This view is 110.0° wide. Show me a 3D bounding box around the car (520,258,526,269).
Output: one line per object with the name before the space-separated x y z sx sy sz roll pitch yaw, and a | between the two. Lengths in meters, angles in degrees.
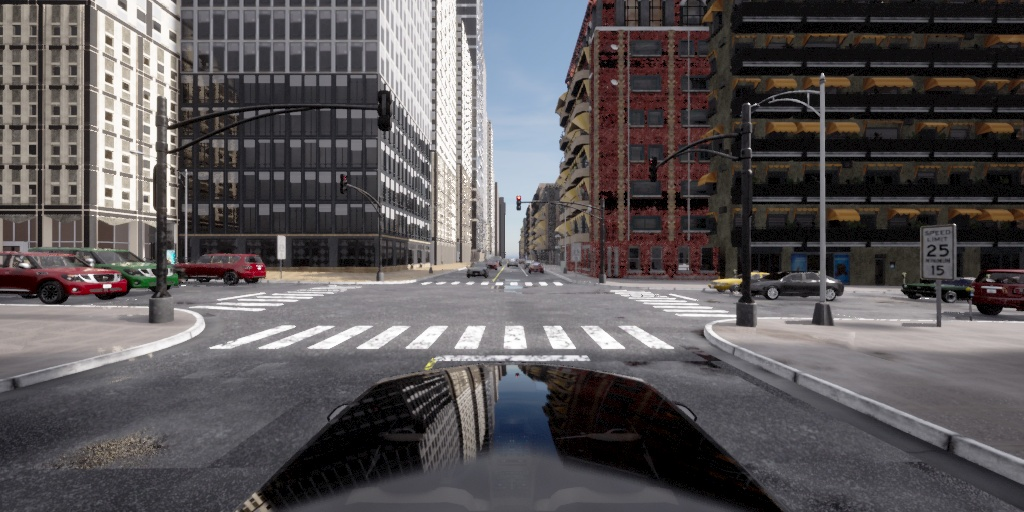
car | 2.726 1.317 54.557 2.007 1.370 4.403 0 0 0

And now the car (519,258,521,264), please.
car | 2.731 1.321 60.205 2.007 1.370 4.403 0 0 0

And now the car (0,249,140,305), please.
car | -17.567 0.757 13.294 5.009 1.841 2.192 0 0 0

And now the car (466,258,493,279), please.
car | -3.074 1.257 32.987 1.837 1.490 4.892 0 1 0

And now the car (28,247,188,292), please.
car | -18.240 0.658 15.883 5.566 2.045 2.150 1 0 0

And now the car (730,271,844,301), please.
car | 14.926 1.562 19.316 4.892 1.490 1.837 1 0 2

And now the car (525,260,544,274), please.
car | 2.768 1.341 41.639 1.802 1.307 4.207 0 0 0

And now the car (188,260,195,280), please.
car | -20.298 0.884 19.023 5.008 1.535 1.882 1 0 0

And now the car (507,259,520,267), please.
car | 0.138 1.338 65.040 1.994 1.385 4.181 0 0 1

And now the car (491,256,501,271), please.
car | -3.045 1.115 49.522 2.097 1.767 4.553 0 0 1

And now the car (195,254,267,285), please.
car | -17.696 0.776 21.673 5.009 1.841 2.192 0 0 0

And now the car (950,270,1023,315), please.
car | 20.607 1.461 13.634 5.009 1.841 2.192 0 0 0

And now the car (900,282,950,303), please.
car | 24.217 1.827 19.421 4.718 1.301 1.895 1 0 -1

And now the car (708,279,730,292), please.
car | 14.644 1.587 21.934 4.829 1.417 1.751 0 0 0
